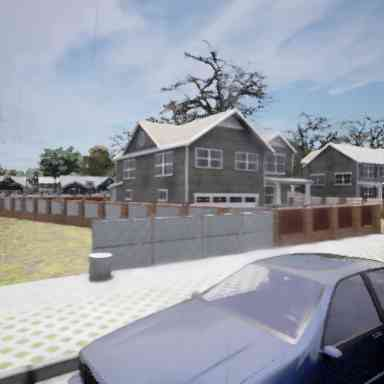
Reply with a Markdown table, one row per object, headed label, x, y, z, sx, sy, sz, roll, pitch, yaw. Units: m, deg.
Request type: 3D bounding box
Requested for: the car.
| label | x | y | z | sx | sy | sz | roll | pitch | yaw |
| --- | --- | --- | --- | --- | --- | --- | --- | --- | --- |
| car | 1.433 | 1.530 | 4.058 | 5.357 | 1.411 | 2.033 | 0 | 0 | -35 |
